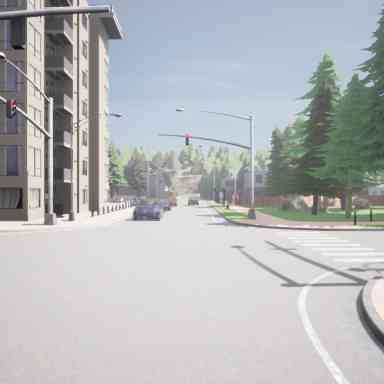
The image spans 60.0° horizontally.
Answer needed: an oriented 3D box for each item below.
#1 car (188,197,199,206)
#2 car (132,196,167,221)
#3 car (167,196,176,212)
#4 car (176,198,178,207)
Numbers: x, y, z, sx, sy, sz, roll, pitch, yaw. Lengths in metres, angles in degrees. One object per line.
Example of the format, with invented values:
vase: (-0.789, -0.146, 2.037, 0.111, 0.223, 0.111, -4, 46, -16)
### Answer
car: (0.225, 1.547, 55.778, 2.033, 1.411, 5.357, 0, 0, 0)
car: (-3.487, 1.352, 27.047, 2.097, 1.767, 4.553, 0, 0, 0)
car: (-3.434, 1.492, 39.274, 2.128, 1.511, 4.902, 0, 0, 0)
car: (-3.362, 1.351, 51.785, 2.097, 1.767, 4.553, 0, 0, 1)
